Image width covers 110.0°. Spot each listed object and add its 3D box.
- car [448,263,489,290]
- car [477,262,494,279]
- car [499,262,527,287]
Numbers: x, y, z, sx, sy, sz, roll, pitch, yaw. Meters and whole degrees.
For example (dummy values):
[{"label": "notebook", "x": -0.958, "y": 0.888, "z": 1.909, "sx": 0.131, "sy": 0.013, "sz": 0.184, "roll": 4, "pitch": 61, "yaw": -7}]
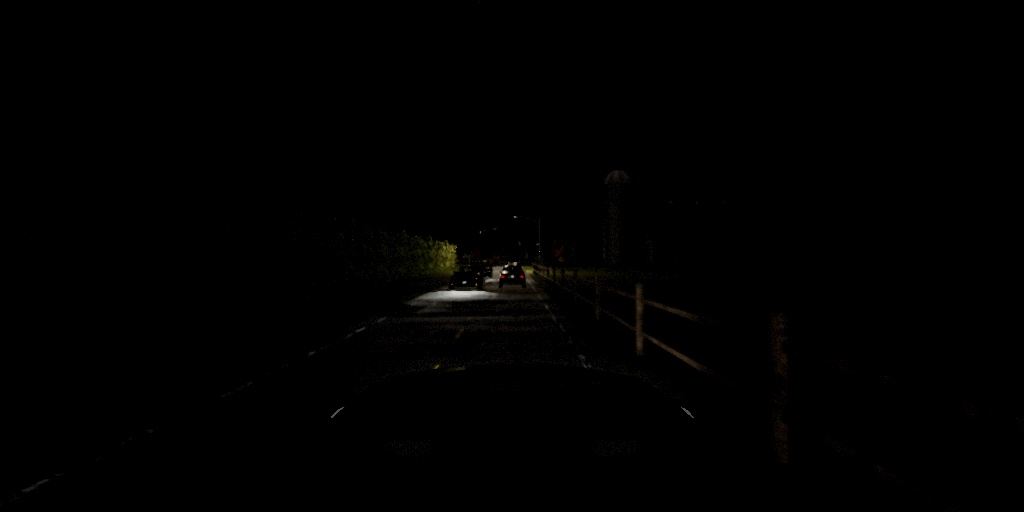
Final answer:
[{"label": "car", "x": -2.773, "y": 1.363, "z": 22.914, "sx": 1.994, "sy": 1.385, "sz": 4.181, "roll": 0, "pitch": 0, "yaw": 1}, {"label": "car", "x": -2.792, "y": 1.337, "z": 34.512, "sx": 1.837, "sy": 1.490, "sz": 4.892, "roll": 0, "pitch": -1, "yaw": 0}, {"label": "car", "x": 0.043, "y": 1.351, "z": 25.192, "sx": 2.033, "sy": 1.411, "sz": 5.357, "roll": 0, "pitch": 0, "yaw": 0}]
